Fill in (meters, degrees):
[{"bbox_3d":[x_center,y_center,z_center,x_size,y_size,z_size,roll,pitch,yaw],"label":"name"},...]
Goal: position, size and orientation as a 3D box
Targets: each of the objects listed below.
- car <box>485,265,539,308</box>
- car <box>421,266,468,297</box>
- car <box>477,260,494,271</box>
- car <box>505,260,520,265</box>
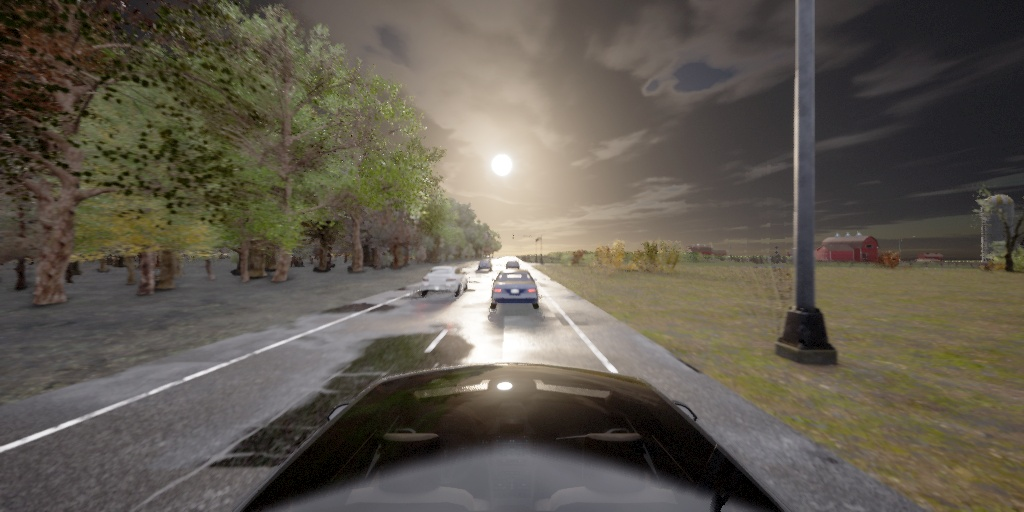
[{"bbox_3d":[0.097,1.259,14.926,2.033,1.411,5.357,0,0,0],"label":"car"},{"bbox_3d":[-3.405,1.227,18.566,1.812,1.442,4.674,0,0,0],"label":"car"},{"bbox_3d":[-3.413,1.161,46.363,2.033,1.411,5.357,0,0,0],"label":"car"},{"bbox_3d":[0.084,1.167,49.565,1.994,1.385,4.181,0,0,0],"label":"car"}]
